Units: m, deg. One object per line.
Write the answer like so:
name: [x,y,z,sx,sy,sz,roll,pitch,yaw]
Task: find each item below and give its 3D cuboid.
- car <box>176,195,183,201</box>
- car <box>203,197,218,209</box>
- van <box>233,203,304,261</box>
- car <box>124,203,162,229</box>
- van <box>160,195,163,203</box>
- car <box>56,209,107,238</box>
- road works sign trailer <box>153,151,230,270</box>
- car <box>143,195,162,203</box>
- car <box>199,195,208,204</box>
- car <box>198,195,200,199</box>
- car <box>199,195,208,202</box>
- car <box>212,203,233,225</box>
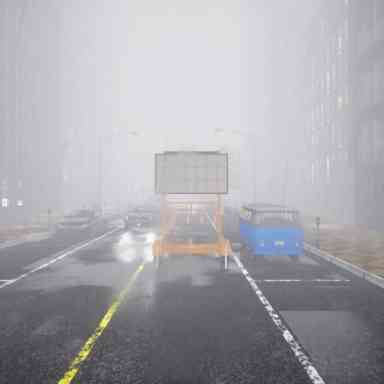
car: [-3.105,1.477,84.848,2.033,1.411,5.357,0,0,0]
car: [2.640,1.574,40.477,1.802,1.307,4.206,0,0,0]
van: [2.675,1.339,12.015,1.690,1.788,3.998,0,0,0]
car: [-3.127,1.597,21.720,1.895,1.301,4.718,0,0,0]
van: [-5.761,1.319,57.548,1.690,1.788,3.998,0,0,0]
car: [-5.713,1.579,17.700,1.802,1.307,4.206,0,0,0]
road works sign trailer: [-0.014,0.462,11.031,2.380,3.560,2.880,0,0,0]
car: [-5.747,1.540,46.163,2.008,1.369,4.403,0,0,0]
car: [2.627,1.535,51.862,2.008,1.369,4.403,0,0,0]
car: [2.620,1.528,57.554,2.008,1.369,4.403,0,0,0]
car: [2.599,1.389,74.631,1.967,1.590,4.097,0,0,0]
car: [2.661,1.578,23.399,1.802,1.307,4.206,0,0,0]
